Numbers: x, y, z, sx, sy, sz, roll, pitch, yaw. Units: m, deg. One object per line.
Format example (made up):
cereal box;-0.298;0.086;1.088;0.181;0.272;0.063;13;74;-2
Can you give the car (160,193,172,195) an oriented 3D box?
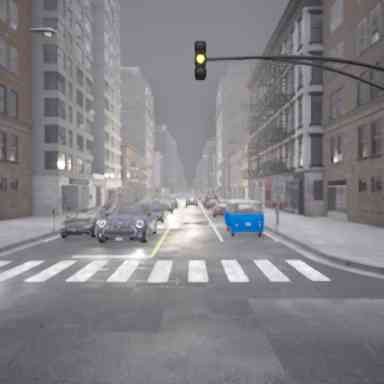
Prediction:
car;-5.444;1.156;62.822;2.192;1.841;5.009;0;0;0

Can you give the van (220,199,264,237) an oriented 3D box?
van;2.619;1.282;17.383;1.690;1.788;3.998;0;0;0

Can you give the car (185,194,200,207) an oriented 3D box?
car;-0.042;1.417;47.094;2.033;1.411;5.357;0;0;0

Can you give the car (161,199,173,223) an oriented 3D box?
car;-2.830;1.490;25.231;2.033;1.411;5.357;0;0;0

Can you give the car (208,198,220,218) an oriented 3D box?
car;2.611;1.495;28.746;1.802;1.307;4.206;0;0;0

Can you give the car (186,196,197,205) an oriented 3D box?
car;-0.051;1.438;57.543;1.895;1.301;4.718;0;0;0

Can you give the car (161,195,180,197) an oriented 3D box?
car;-2.825;1.457;43.225;1.994;1.385;4.181;0;0;0

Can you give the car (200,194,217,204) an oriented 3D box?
car;2.596;1.179;45.790;2.192;1.841;5.009;0;0;0

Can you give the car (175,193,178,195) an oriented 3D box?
car;-5.466;1.332;91.232;1.802;1.307;4.206;0;0;0

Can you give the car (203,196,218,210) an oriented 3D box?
car;2.601;1.463;40.109;1.802;1.307;4.206;0;0;0

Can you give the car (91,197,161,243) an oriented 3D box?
car;-2.912;1.319;15.756;2.097;1.767;4.553;0;0;1

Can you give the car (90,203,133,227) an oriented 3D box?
car;-5.410;1.503;23.050;1.887;1.381;4.507;0;0;0

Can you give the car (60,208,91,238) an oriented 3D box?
car;-5.405;1.523;17.368;2.008;1.369;4.403;0;0;0

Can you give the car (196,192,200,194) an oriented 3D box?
car;2.568;1.322;79.877;1.947;1.339;4.313;0;0;0

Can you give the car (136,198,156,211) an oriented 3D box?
car;-5.424;1.439;39.926;1.752;1.417;4.829;0;0;0

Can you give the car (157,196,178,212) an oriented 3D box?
car;-2.801;1.444;34.696;1.812;1.442;4.674;0;0;0
